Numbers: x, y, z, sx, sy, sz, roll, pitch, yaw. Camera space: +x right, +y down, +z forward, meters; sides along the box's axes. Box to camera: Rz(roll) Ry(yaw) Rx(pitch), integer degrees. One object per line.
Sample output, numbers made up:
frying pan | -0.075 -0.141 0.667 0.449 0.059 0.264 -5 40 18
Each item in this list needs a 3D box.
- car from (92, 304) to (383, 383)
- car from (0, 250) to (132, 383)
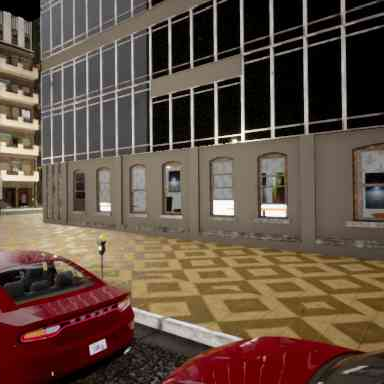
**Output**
car | 1.738 1.545 1.645 4.507 1.381 1.887 0 -1 36
car | -2.832 1.546 4.912 4.507 1.381 1.887 0 -1 36
